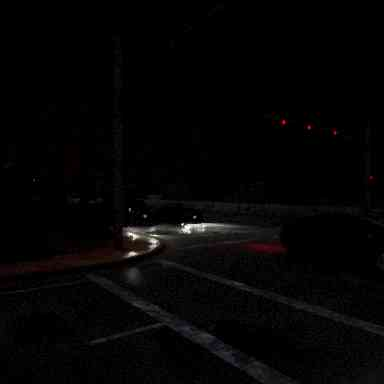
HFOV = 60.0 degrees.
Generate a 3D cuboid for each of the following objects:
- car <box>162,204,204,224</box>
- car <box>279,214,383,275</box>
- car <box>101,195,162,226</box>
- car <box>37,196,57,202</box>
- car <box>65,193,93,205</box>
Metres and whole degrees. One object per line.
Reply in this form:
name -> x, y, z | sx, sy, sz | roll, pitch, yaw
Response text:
car -> -1.002, 1.562, 24.729 | 1.994, 1.385, 4.181 | 0, 0, -37
car -> 5.077, 1.503, 10.603 | 1.837, 1.490, 4.892 | 0, 0, -35
car -> -4.708, 1.220, 23.833 | 2.150, 2.045, 5.566 | 0, 0, -37
car -> -18.440, 1.350, 42.143 | 2.097, 1.767, 4.553 | 0, 0, -37
car -> -14.720, 1.219, 43.001 | 2.150, 2.045, 5.566 | 0, 0, -37
